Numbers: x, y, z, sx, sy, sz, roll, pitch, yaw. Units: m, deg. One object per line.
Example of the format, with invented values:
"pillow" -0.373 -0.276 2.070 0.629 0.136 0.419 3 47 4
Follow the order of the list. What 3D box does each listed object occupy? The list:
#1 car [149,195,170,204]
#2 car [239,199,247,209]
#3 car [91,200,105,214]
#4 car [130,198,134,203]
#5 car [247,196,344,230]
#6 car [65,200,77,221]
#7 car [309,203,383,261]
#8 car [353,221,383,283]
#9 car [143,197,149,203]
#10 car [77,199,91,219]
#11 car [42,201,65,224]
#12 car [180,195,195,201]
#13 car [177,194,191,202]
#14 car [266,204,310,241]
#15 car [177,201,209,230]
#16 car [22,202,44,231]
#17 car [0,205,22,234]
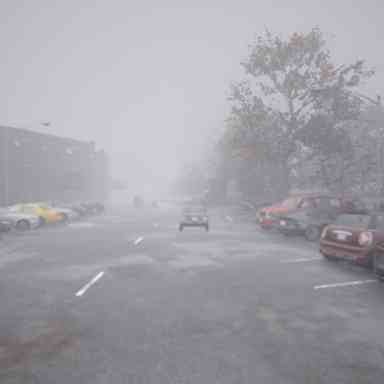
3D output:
"car" -7.434 1.681 75.692 2.150 2.045 5.566 0 -1 -20
"car" 8.060 1.279 39.862 4.902 1.511 2.128 -4 1 -18
"car" -11.380 1.518 33.982 4.892 1.521 2.231 -1 0 -20
"car" -15.680 2.391 93.931 4.892 1.521 2.231 -4 -2 42
"car" 6.395 1.249 19.314 5.566 2.045 2.435 1 0 -20
"car" -11.394 1.547 25.185 4.674 1.452 2.002 -1 0 -20
"car" 6.382 1.365 10.484 4.553 1.767 2.185 1 0 -20
"car" 6.432 1.518 7.560 4.792 1.488 2.163 1 0 -20
"car" -11.857 2.201 89.492 2.097 1.535 5.008 -1 0 -41
"car" -11.396 1.512 28.119 4.892 1.521 2.231 -1 0 -20
"car" -11.566 1.503 22.182 5.366 1.575 1.946 -1 0 -20
"car" -0.596 1.640 57.710 2.097 1.535 5.008 0 -1 -1
"car" -0.951 1.466 63.697 2.435 2.045 5.566 0 -1 -7
"car" 6.440 1.527 16.396 4.792 1.488 2.163 1 0 -20
"car" 0.122 1.565 21.297 2.033 1.411 5.357 0 0 0
"car" -11.399 1.541 19.317 4.674 1.452 2.002 -1 0 -20
"car" -11.411 1.498 16.386 4.892 1.521 2.231 -1 0 -20
